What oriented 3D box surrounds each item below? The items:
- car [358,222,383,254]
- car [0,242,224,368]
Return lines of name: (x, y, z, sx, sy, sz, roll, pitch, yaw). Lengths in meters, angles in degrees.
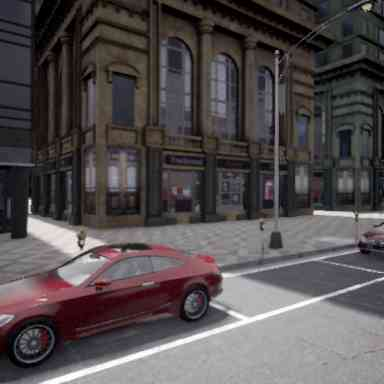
car: (7.840, 1.588, 12.243, 4.206, 1.307, 1.802, 0, 0, -36)
car: (-1.335, 1.583, 5.693, 4.206, 1.307, 1.802, 0, 0, -36)
